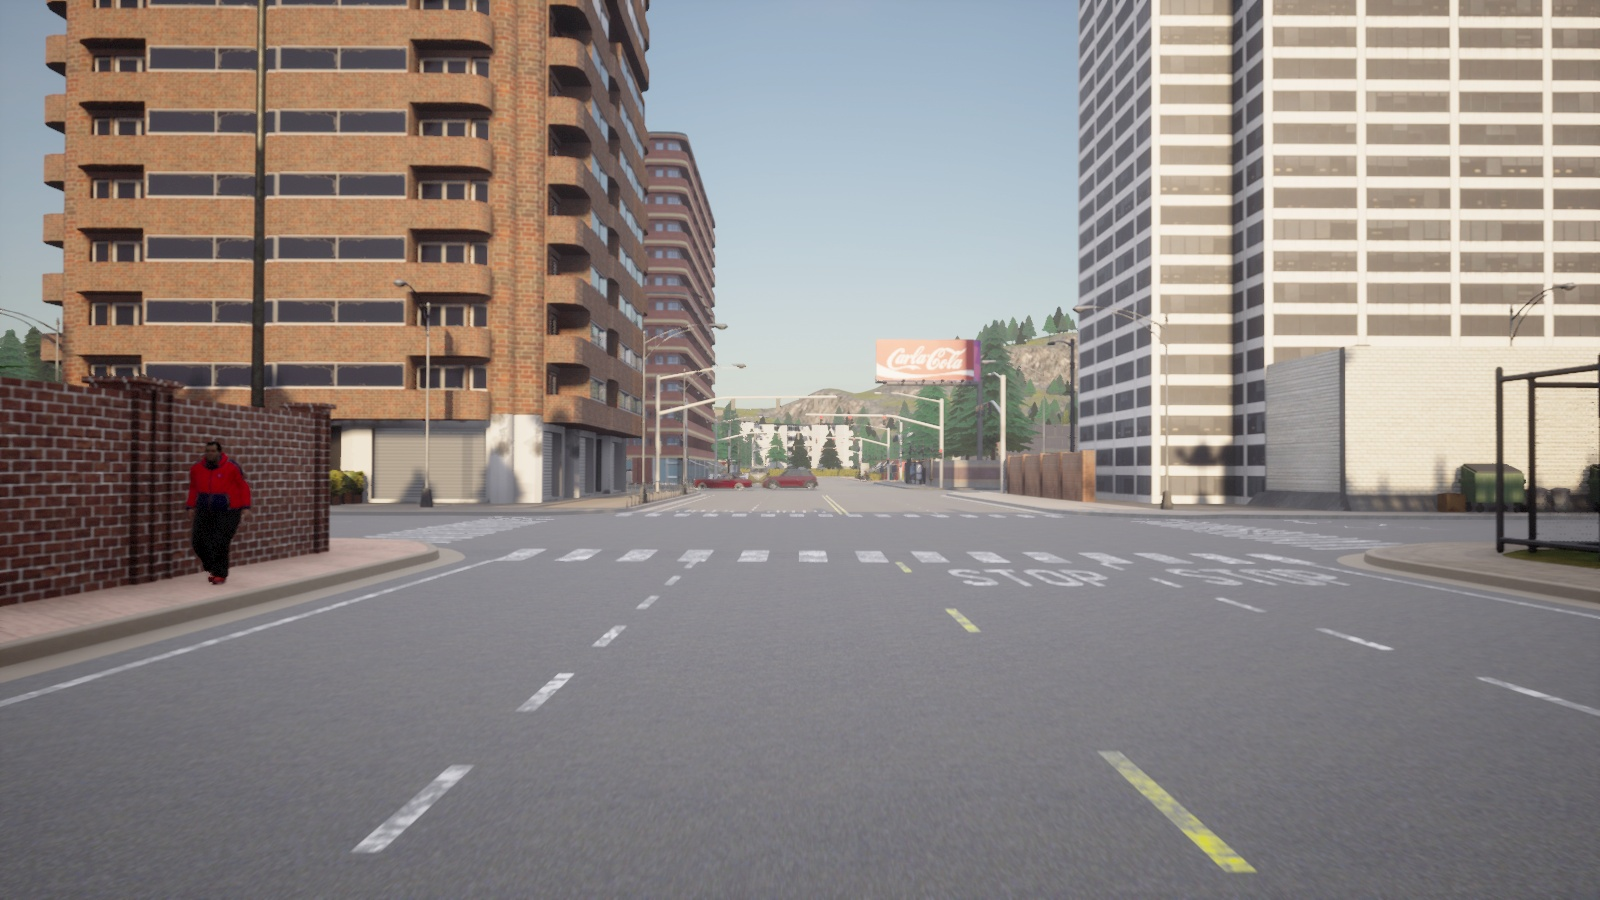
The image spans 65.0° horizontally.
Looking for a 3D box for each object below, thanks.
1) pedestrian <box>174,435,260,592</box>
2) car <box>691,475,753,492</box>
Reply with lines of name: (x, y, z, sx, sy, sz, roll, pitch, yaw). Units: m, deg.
pedestrian: (-7.048, 0.756, 15.213, 0.634, 1.844, 0.899, 0, -1, -2)
car: (-6.097, 2.583, 98.168, 4.718, 1.301, 1.895, 0, -1, 0)
